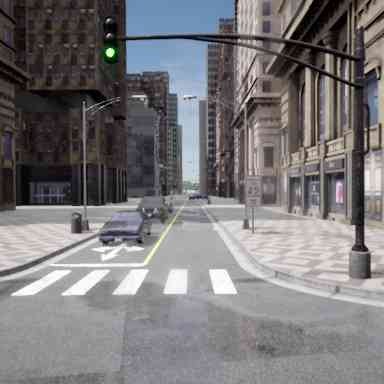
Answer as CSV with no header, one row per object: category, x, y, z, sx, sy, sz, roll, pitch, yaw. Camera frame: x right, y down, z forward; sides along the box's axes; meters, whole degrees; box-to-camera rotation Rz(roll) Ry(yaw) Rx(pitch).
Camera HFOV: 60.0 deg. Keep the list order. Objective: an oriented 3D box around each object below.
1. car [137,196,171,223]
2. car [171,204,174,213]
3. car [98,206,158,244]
car,-3.118,1.341,26.847,2.150,2.045,5.566,0,0,-1
car,-3.107,1.675,37.178,1.812,1.442,4.674,0,0,0
car,-3.115,1.638,16.628,2.033,1.411,5.357,0,0,0
